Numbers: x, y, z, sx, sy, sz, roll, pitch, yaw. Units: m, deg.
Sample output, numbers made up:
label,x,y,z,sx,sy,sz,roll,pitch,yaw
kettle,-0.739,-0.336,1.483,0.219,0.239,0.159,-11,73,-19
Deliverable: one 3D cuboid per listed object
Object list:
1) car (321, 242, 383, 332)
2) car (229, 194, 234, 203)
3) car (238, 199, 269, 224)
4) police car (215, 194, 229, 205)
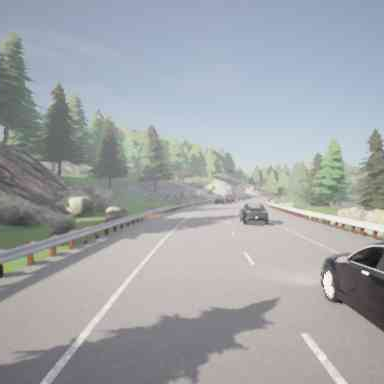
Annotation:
label,x,y,z,sx,sy,sz,roll,pitch,yaw
car,3.696,1.529,5.364,1.837,1.490,4.892,0,0,1
car,7.823,1.743,76.717,1.882,1.535,5.008,0,0,13
car,4.647,1.583,25.356,2.128,1.511,4.902,0,0,4
police car,5.726,1.656,67.073,1.930,1.638,5.238,0,0,11
